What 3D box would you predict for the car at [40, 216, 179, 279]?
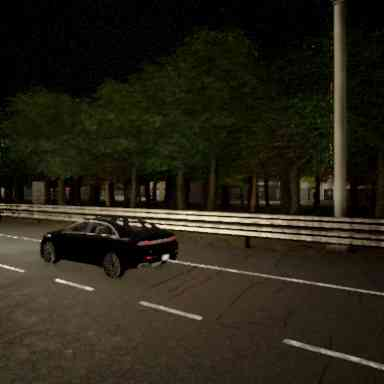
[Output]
[{"bbox_3d":[-2.662,1.491,10.071,4.902,1.511,2.128,0,0,36],"label":"car"}]
